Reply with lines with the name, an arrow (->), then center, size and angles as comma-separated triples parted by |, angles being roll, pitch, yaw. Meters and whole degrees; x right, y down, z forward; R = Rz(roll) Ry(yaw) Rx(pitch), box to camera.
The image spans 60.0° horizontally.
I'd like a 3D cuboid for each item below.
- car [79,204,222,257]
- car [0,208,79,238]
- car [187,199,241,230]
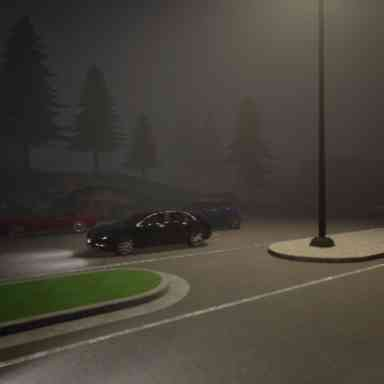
car -> -1.480, 1.407, 12.685 | 4.892, 1.490, 1.837 | -1, 1, -33
car -> -7.437, 1.511, 17.189 | 4.718, 1.301, 1.895 | -1, 1, -32
car -> 0.457, 1.191, 18.116 | 4.553, 1.767, 2.097 | -1, 1, -33
